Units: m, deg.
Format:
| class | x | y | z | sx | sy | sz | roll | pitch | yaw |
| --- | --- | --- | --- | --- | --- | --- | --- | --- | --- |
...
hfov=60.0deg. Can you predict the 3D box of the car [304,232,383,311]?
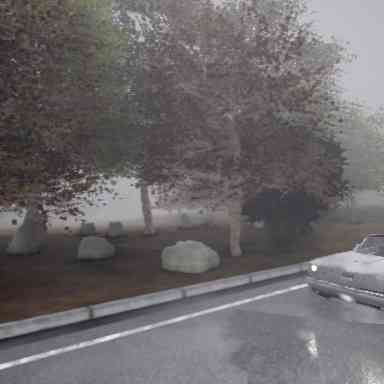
| class | x | y | z | sx | sy | sz | roll | pitch | yaw |
| --- | --- | --- | --- | --- | --- | --- | --- | --- | --- |
| car | 4.578 | 1.580 | 7.217 | 4.718 | 1.301 | 1.895 | 0 | 0 | -35 |
